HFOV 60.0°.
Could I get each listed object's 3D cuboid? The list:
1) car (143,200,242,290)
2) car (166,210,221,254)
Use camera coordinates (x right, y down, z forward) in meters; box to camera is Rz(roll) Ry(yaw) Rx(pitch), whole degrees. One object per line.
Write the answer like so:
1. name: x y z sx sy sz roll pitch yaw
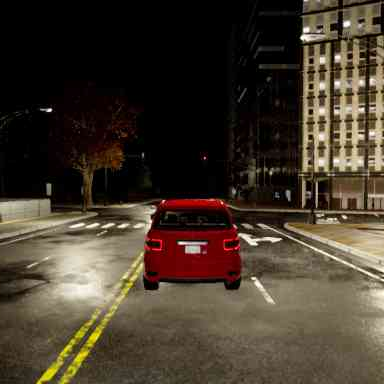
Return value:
1. car: -0.020 1.217 9.188 2.150 2.045 5.566 0 0 -1
2. car: 0.066 1.559 14.127 1.994 1.385 4.181 0 0 0
